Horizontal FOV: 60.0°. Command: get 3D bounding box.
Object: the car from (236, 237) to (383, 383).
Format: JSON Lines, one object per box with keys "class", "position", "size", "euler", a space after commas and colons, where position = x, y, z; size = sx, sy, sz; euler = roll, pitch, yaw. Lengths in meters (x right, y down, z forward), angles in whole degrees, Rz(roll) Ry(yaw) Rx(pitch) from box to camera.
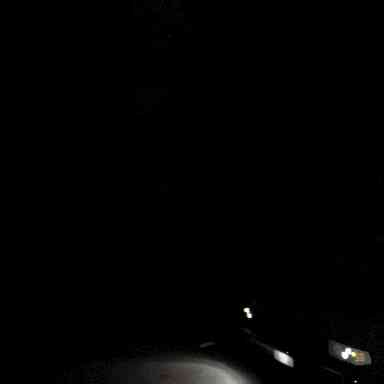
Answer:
{"class": "car", "position": [3.215, 1.493, 5.370], "size": [5.357, 1.411, 2.033], "euler": [-1, 0, -35]}
